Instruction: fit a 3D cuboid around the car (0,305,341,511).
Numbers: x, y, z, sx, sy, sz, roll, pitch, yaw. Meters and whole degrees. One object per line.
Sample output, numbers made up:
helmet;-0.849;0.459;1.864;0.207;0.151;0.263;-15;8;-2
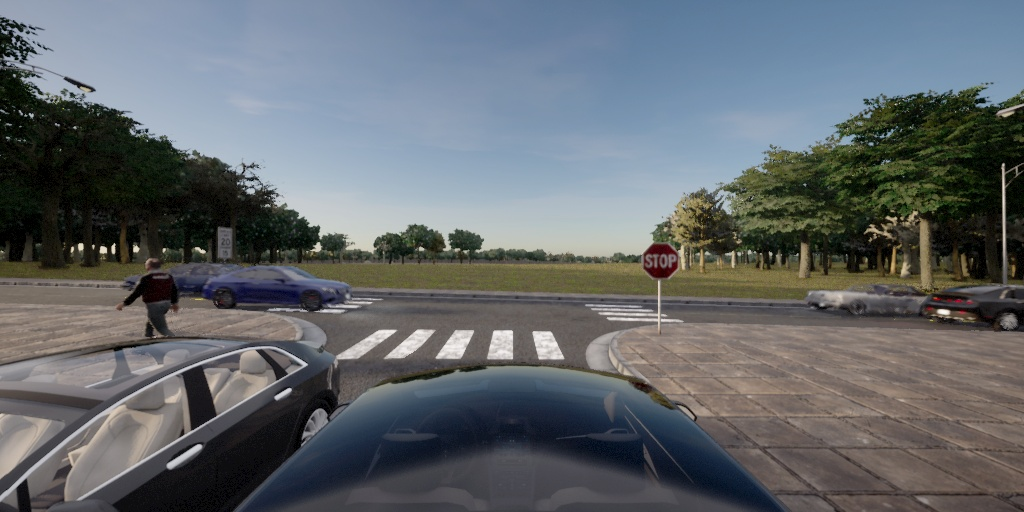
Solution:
car;-2.636;1.301;2.070;2.007;1.370;4.403;0;0;0

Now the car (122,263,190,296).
car;-13.373;0.982;15.506;5.357;1.411;2.033;2;-1;0

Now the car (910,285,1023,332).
car;17.454;1.775;12.485;4.892;1.490;1.837;2;-1;0

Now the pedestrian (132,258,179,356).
pedestrian;-6.353;0.893;6.420;0.375;1.860;0.375;1;-1;0

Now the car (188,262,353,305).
car;-8.074;1.077;12.545;4.674;1.442;1.812;2;-1;0

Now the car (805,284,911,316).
car;15.577;1.847;15.439;4.718;1.301;1.895;2;-1;0
